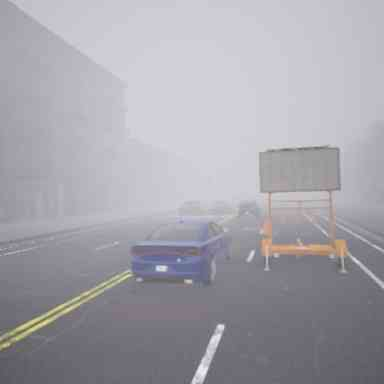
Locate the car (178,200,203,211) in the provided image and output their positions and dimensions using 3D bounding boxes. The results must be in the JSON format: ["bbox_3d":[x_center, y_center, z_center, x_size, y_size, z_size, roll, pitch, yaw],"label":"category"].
[{"bbox_3d":[-0.094,1.650,36.058,1.837,1.490,4.892,-2,0,15],"label":"car"}]

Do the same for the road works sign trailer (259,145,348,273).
[{"bbox_3d":[3.397,0.396,10.533,2.380,3.560,2.880,-2,0,15],"label":"road works sign trailer"}]

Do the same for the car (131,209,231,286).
[{"bbox_3d":[-0.050,1.513,9.674,1.882,1.535,5.008,-2,0,15],"label":"car"}]

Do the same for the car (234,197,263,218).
[{"bbox_3d":[5.148,1.461,29.642,1.837,1.490,4.892,-2,0,15],"label":"car"}]

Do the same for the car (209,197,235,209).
[{"bbox_3d":[2.985,1.571,34.991,1.812,1.442,4.674,-2,0,15],"label":"car"}]

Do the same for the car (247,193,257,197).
[{"bbox_3d":[13.501,1.125,75.063,2.097,1.767,4.553,-2,0,15],"label":"car"}]

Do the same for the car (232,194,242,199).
[{"bbox_3d":[10.458,1.332,76.253,1.837,1.490,4.892,-2,0,15],"label":"car"}]
